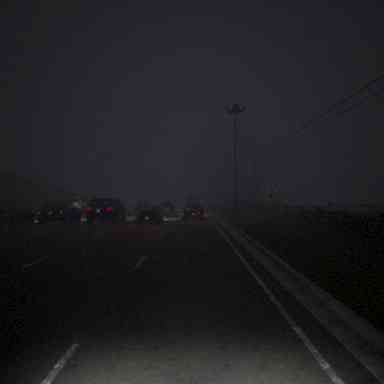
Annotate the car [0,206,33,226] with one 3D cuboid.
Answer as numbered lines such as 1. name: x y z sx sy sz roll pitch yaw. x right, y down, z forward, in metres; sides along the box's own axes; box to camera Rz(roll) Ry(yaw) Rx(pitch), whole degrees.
1. car: -13.875 1.784 25.761 1.994 1.385 4.181 0 0 1

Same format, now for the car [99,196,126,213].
1. car: -10.345 1.596 43.566 2.150 2.045 5.566 0 0 0

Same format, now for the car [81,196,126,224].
1. car: -6.866 1.457 27.082 2.150 2.045 5.566 0 0 0

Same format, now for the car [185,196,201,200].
1. car: 0.172 1.660 51.874 2.150 2.045 5.566 0 -1 0

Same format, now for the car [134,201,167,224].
1. car: -3.366 1.758 27.137 1.812 1.442 4.674 0 0 0

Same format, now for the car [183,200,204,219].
1. car: 0.140 1.761 31.687 2.128 1.511 4.902 0 -1 0

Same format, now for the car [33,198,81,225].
1. car: -10.366 1.578 26.474 2.097 1.767 4.553 0 -1 0

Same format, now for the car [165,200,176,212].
1. car: -3.343 1.893 45.065 1.837 1.490 4.892 0 0 0
